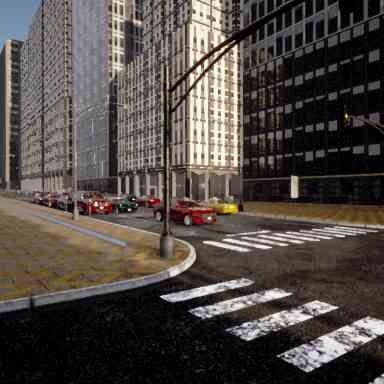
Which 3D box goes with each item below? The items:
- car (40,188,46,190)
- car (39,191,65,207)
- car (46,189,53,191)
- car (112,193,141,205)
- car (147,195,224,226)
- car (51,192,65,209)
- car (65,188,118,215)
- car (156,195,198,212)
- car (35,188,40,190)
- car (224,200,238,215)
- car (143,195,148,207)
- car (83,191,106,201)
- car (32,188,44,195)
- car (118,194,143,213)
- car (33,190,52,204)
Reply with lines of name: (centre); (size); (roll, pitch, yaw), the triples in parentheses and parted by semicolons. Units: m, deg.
car: (-31.355, 0.104, 73.059); (1.887, 1.381, 4.507); (1, 0, -36)
car: (-14.942, 0.861, 36.329); (1.887, 1.381, 4.507); (1, 0, -36)
car: (-28.044, 0.214, 68.518); (2.008, 1.369, 4.403); (1, 0, -36)
car: (-8.178, 0.856, 41.274); (1.947, 1.339, 4.313); (1, 0, -36)
car: (-0.540, 1.177, 20.942); (1.882, 1.535, 5.008); (0, 1, -38)
car: (-11.632, 0.987, 31.790); (1.947, 1.339, 4.313); (1, 0, -36)
car: (-8.316, 0.841, 27.248); (2.192, 1.841, 5.009); (1, 0, -36)
car: (-1.555, 1.066, 32.193); (1.947, 1.339, 4.313); (1, 0, -36)
car: (-34.664, -0.104, 77.599); (1.967, 1.590, 4.097); (1, 0, -36)
car: (1.725, 1.127, 27.844); (1.752, 1.417, 4.829); (1, 0, -36)
car: (-4.867, 0.977, 36.734); (1.802, 1.307, 4.206); (1, 0, -36)
car: (-14.800, 0.646, 50.356); (1.947, 1.339, 4.313); (1, 0, -36)
car: (-37.974, -0.208, 82.140); (1.967, 1.590, 4.097); (1, 0, -36)
car: (-6.448, 1.112, 29.055); (1.895, 1.301, 4.718); (0, 1, -36)
car: (-18.254, 0.793, 40.869); (1.802, 1.307, 4.206); (1, 0, -36)
